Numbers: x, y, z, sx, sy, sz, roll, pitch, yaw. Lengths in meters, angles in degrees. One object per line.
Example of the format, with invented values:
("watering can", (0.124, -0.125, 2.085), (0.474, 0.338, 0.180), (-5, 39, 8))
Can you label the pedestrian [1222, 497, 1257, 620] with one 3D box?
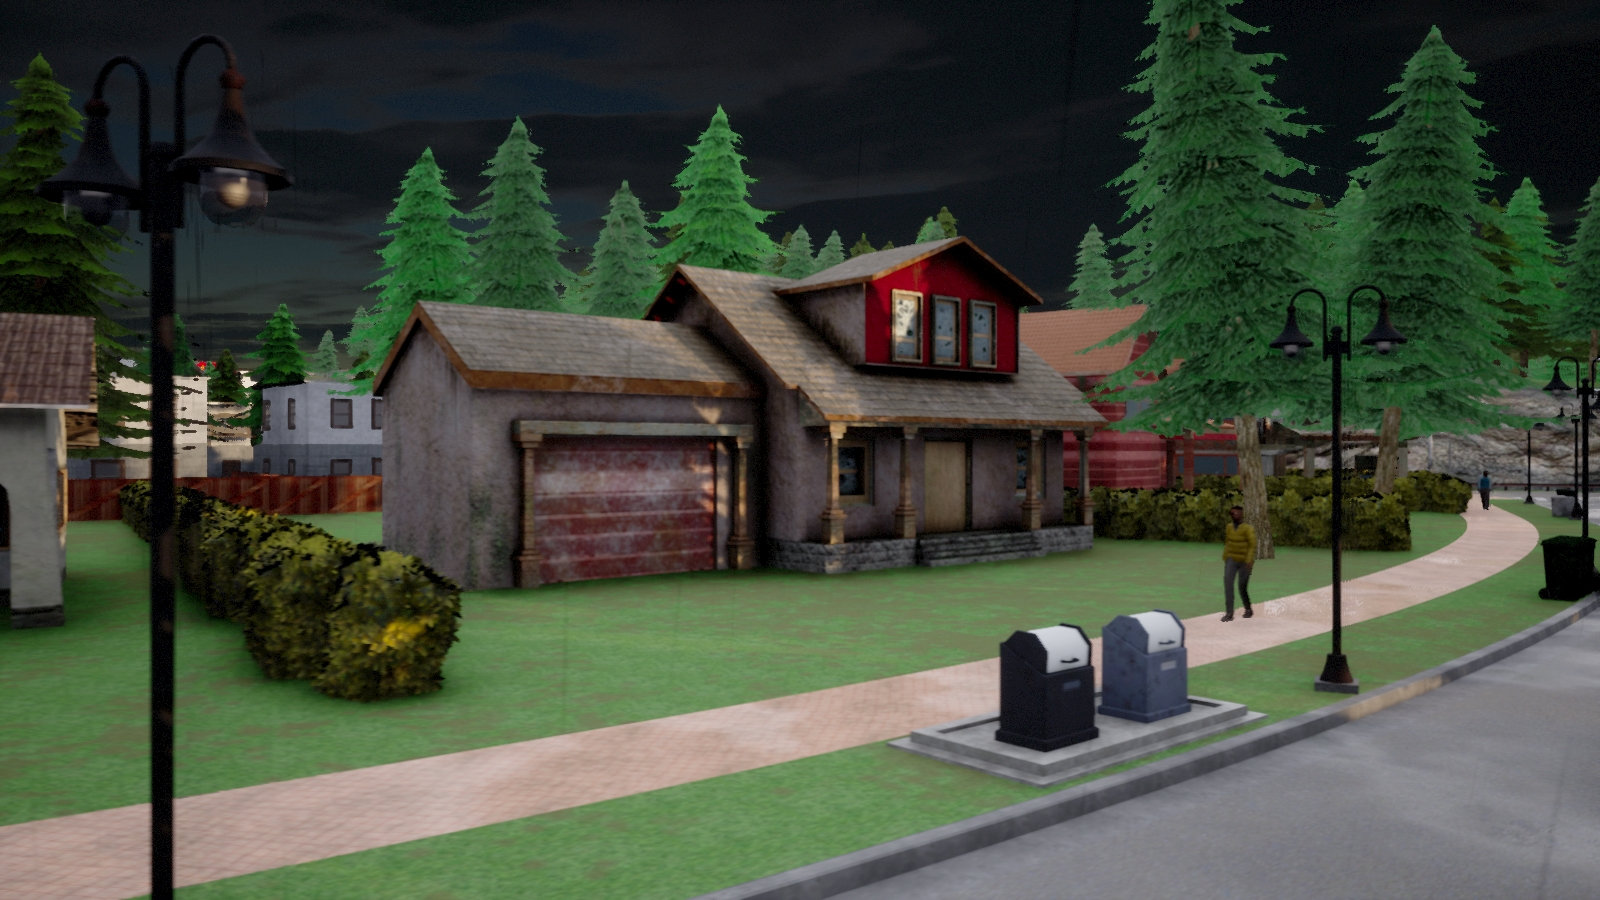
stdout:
("pedestrian", (6.815, 1.666, 17.719), (0.375, 1.860, 0.375), (0, 0, -39))

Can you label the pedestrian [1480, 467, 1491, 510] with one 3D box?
("pedestrian", (29.894, 1.677, 49.818), (0.375, 1.860, 0.375), (0, 0, 25))
